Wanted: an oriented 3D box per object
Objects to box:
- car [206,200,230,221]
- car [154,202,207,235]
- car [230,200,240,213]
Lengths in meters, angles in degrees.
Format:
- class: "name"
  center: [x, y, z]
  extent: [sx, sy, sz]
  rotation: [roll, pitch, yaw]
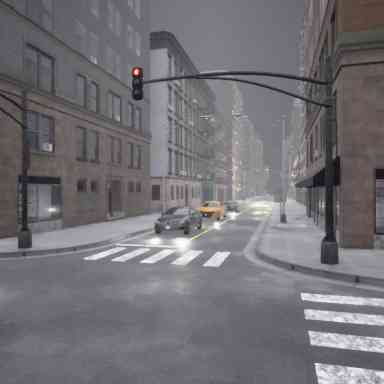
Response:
- class: "car"
  center: [1.728, 1.521, 28.419]
  extent: [1.882, 1.535, 5.008]
  rotation: [0, 0, 15]
- class: "car"
  center: [-0.653, 1.560, 19.434]
  extent: [1.812, 1.442, 4.674]
  rotation: [0, 0, 15]
- class: "car"
  center: [4.401, 1.619, 38.453]
  extent: [1.994, 1.385, 4.181]
  rotation: [0, 0, 16]
